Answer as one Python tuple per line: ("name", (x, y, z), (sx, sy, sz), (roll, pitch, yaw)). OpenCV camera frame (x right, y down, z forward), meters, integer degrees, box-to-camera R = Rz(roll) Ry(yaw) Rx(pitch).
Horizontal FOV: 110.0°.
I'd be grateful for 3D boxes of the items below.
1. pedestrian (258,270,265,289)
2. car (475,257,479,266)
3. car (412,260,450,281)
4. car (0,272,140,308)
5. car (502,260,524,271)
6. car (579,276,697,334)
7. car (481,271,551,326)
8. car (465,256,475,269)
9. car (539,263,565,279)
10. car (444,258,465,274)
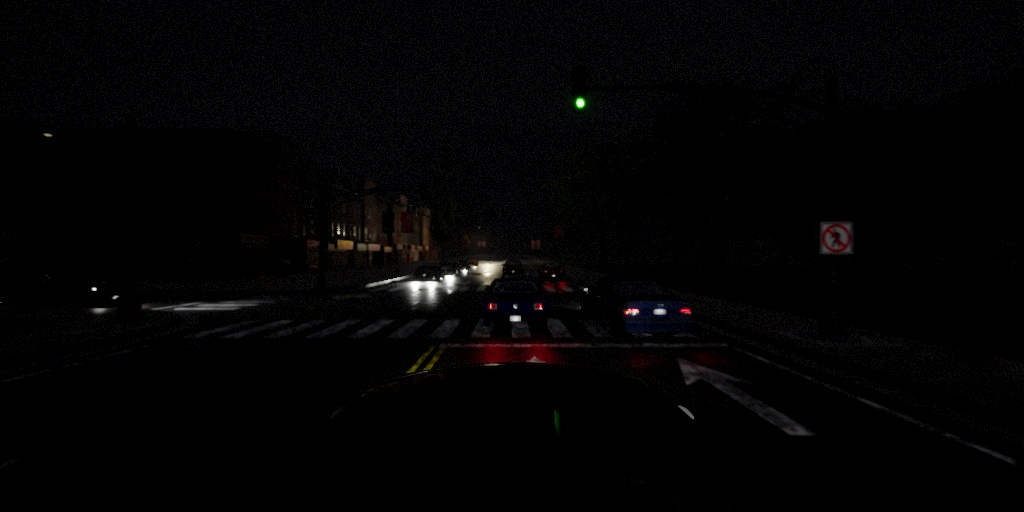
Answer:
("pedestrian", (-14.134, 1.303, 20.245), (0.500, 1.100, 0.500), (0, -1, 0))
("car", (-6.547, 0.798, 58.221), (1.882, 1.535, 5.008), (0, 1, 1))
("car", (-6.604, 1.240, 29.014), (1.994, 1.385, 4.181), (0, 0, 0))
("car", (-18.089, 1.323, 14.393), (4.718, 1.301, 1.895), (1, 0, 0))
("car", (0.106, 1.121, 32.526), (1.882, 1.535, 5.008), (0, 1, 0))
("car", (3.346, 1.308, 10.624), (2.033, 1.411, 5.357), (0, 0, 0))
("car", (0.099, 1.360, 11.707), (1.895, 1.301, 4.718), (0, 0, 0))
("car", (-6.574, 1.018, 47.881), (1.994, 1.385, 4.181), (0, 1, 0))
("car", (3.346, 1.260, 31.008), (1.895, 1.301, 4.718), (0, 1, 0))
("car", (-6.599, 1.073, 37.978), (2.128, 1.511, 4.902), (0, 1, 0))
